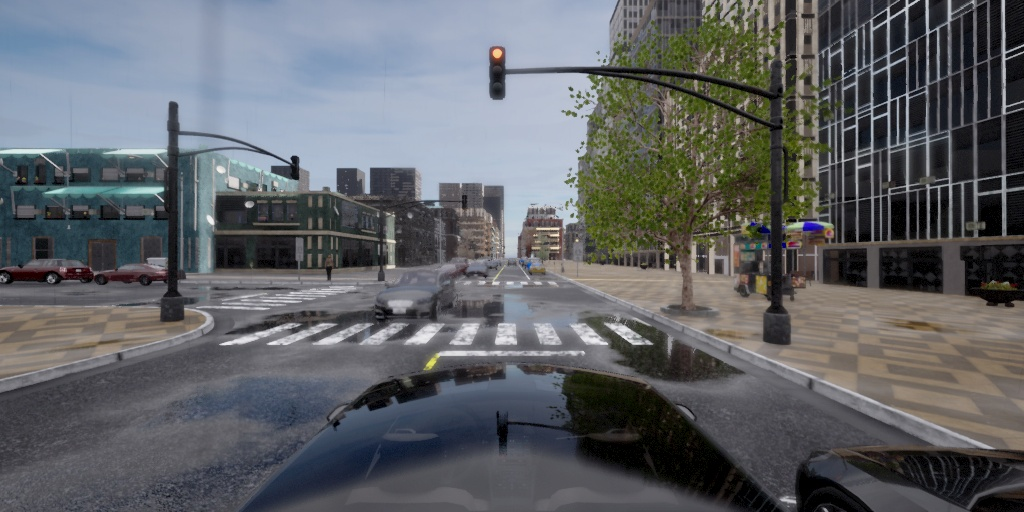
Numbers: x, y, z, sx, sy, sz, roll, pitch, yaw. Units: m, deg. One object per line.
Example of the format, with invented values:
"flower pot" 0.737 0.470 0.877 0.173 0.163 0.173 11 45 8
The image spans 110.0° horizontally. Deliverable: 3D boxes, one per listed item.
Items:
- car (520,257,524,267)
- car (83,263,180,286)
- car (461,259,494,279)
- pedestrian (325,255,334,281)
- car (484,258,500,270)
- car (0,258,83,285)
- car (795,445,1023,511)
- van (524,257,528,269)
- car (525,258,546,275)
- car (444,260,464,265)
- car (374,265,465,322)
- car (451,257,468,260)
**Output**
"car" 2.697 1.305 55.177 2.007 1.370 4.403 0 0 0
"car" -22.818 1.090 21.887 4.207 1.307 1.802 0 0 -1
"car" -3.096 1.300 33.279 2.033 1.411 5.357 0 0 0
"pedestrian" -12.746 0.788 24.977 0.375 1.860 0.375 0 -1 -1
"car" -3.089 1.318 50.621 1.994 1.385 4.181 0 0 0
"car" -28.366 0.879 21.810 4.097 1.591 1.967 0 0 -1
"car" 2.691 1.316 0.495 1.948 1.339 4.313 0 0 0
"van" 2.696 1.094 44.075 1.690 1.789 3.998 0 0 0
"car" 2.695 1.278 38.694 1.751 1.417 4.829 0 0 0
"car" -5.685 1.334 32.972 1.802 1.307 4.207 0 0 0
"car" -3.098 1.242 12.320 2.128 1.511 4.902 0 0 0
"car" -5.685 1.067 38.523 2.192 1.841 5.009 0 0 0
